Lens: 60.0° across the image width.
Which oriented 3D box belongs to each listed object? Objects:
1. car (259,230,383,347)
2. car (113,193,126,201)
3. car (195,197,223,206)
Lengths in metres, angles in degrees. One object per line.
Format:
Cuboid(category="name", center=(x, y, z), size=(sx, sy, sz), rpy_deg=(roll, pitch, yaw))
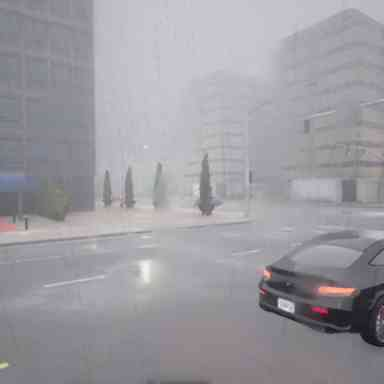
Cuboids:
Cuboid(category="car", center=(3.242, 1.443, 6.132), size=(4.674, 1.442, 1.812), rpy_deg=(-1, 1, -35))
Cuboid(category="car", center=(-14.465, 0.977, 67.792), size=(2.097, 1.767, 4.553), rpy_deg=(-1, 1, -35))
Cuboid(category="car", center=(2.214, 1.195, 43.799), size=(1.994, 1.385, 4.181), rpy_deg=(-1, 1, -35))
